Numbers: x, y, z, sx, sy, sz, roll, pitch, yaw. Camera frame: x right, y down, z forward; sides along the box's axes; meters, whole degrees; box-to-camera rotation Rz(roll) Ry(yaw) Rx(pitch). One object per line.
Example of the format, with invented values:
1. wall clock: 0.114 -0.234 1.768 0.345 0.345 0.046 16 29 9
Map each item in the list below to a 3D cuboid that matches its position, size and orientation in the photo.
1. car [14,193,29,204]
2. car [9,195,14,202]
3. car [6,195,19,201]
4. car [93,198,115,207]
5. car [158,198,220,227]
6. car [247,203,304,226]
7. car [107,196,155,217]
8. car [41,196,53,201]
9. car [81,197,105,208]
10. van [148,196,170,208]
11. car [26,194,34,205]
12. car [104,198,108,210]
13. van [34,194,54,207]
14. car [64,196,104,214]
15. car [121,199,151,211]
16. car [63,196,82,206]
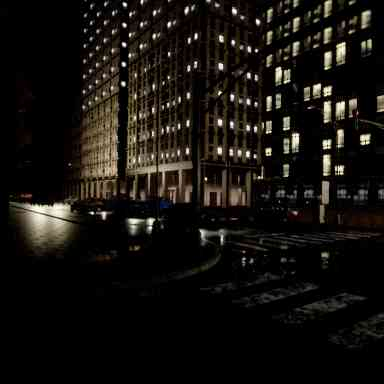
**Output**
1. car: -30.353 1.155 60.626 2.192 1.841 5.009 1 -1 -35
2. car: -36.883 1.397 69.845 1.947 1.339 4.313 1 -1 -35
3. car: -40.145 1.378 74.456 2.008 1.369 4.403 1 -1 -35
4. car: -13.729 1.587 51.630 1.947 1.339 4.313 1 -1 -35
5. car: -0.154 1.425 22.425 1.882 1.535 5.008 1 -1 -36
6. car: 5.851 1.505 23.967 1.967 1.590 4.097 1 -1 -35
7. car: -5.603 1.412 30.128 1.882 1.535 5.008 1 -1 -35
8. car: -36.570 1.571 83.906 1.802 1.307 4.206 1 -1 -35
9. car: -14.361 1.477 47.961 1.837 1.490 4.892 1 -1 -35
10. van: -3.936 1.382 37.800 1.690 1.788 3.998 1 -1 -35
11. car: -23.831 1.432 51.401 1.802 1.307 4.206 1 -1 -35
12. car: -11.749 1.468 38.833 2.033 1.411 5.357 1 -1 -35
13. van: -20.564 1.197 46.793 1.690 1.788 3.998 1 -1 -35
14. car: -10.779 1.427 32.958 2.008 1.369 4.403 1 -1 -35
15. car: -7.203 1.584 42.409 2.008 1.369 4.403 1 -1 -35
16. car: -20.351 1.486 56.334 1.812 1.442 4.674 1 -1 -35
